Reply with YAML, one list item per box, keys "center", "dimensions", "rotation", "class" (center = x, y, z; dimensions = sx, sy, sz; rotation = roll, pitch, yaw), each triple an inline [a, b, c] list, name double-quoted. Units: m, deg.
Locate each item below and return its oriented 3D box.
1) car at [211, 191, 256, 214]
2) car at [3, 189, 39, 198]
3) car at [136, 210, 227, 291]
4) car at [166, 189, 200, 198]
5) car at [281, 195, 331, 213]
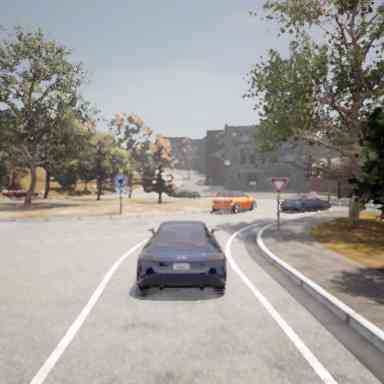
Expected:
- center: [3.453, 0.693, 26.943]
  dimensions: [2.097, 1.767, 4.553]
  rotation: [1, 2, 35]
  class: "car"
- center: [-26.508, 0.255, 51.611]
  dimensions: [4.718, 1.301, 1.895]
  rotation: [-1, 2, -42]
  class: "car"
- center: [-0.238, 1.418, 8.718]
  dimensions: [1.994, 1.385, 4.181]
  rotation: [0, 2, -1]
  class: "car"
- center: [-1.417, 0.245, 50.726]
  dimensions: [5.357, 1.411, 2.033]
  rotation: [1, 2, 35]
  class: "car"
- center: [9.296, 0.897, 27.049]
  dimensions: [4.181, 1.385, 1.994]
  rotation: [-1, 2, -29]
  class: "car"
